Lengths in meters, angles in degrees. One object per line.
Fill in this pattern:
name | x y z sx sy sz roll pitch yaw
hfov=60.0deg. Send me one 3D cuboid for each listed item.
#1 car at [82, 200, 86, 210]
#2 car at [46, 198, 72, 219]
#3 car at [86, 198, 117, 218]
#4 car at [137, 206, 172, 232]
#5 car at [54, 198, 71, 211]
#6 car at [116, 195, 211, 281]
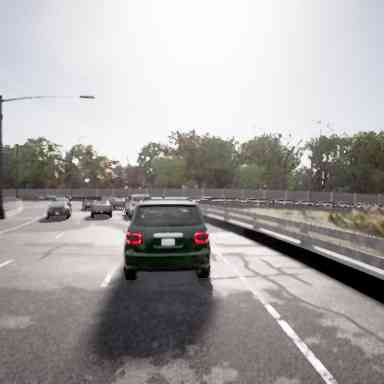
car | -13.456 1.647 44.068 1.895 1.301 4.718 0 0 -24
car | -11.641 1.558 29.330 1.812 1.442 4.674 0 0 -16
car | -8.461 1.524 30.962 2.128 1.511 4.902 0 0 -17
car | -2.534 1.620 21.396 1.895 1.301 4.718 0 0 -11
car | -16.806 1.554 42.953 1.837 1.490 4.892 0 0 -24
car | -0.785 1.228 10.115 2.150 2.045 5.566 0 0 -5
